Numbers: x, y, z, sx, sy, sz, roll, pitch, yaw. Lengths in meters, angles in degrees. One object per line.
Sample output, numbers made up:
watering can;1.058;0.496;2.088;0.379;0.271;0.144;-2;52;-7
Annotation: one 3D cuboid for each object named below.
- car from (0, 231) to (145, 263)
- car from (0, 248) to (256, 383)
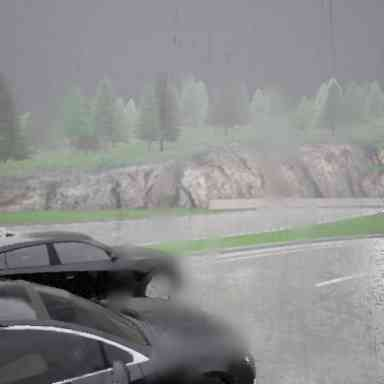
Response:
car;-2.481;1.481;6.241;5.008;1.535;1.882;0;0;-35
car;-1.624;1.504;2.568;4.892;1.490;1.837;0;0;-35
